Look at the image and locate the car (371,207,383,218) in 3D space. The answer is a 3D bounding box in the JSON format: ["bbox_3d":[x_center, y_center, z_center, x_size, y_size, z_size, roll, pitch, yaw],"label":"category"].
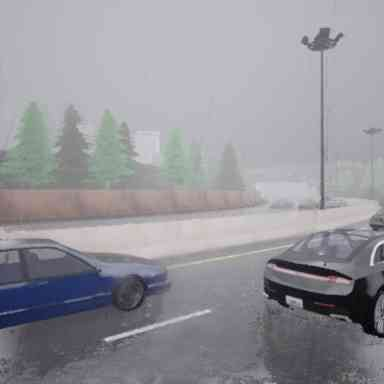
[{"bbox_3d":[12.092,1.580,19.724,2.033,1.411,5.357,0,0,42],"label":"car"}]

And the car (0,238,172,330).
[{"bbox_3d":[-3.019,1.573,5.994,5.357,1.411,2.033,0,0,-36],"label":"car"}]

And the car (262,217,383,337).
[{"bbox_3d":[3.484,1.505,6.748,4.902,1.511,2.128,0,0,-39],"label":"car"}]

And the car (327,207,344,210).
[{"bbox_3d":[16.479,1.601,37.425,1.812,1.442,4.674,0,0,32],"label":"car"}]
